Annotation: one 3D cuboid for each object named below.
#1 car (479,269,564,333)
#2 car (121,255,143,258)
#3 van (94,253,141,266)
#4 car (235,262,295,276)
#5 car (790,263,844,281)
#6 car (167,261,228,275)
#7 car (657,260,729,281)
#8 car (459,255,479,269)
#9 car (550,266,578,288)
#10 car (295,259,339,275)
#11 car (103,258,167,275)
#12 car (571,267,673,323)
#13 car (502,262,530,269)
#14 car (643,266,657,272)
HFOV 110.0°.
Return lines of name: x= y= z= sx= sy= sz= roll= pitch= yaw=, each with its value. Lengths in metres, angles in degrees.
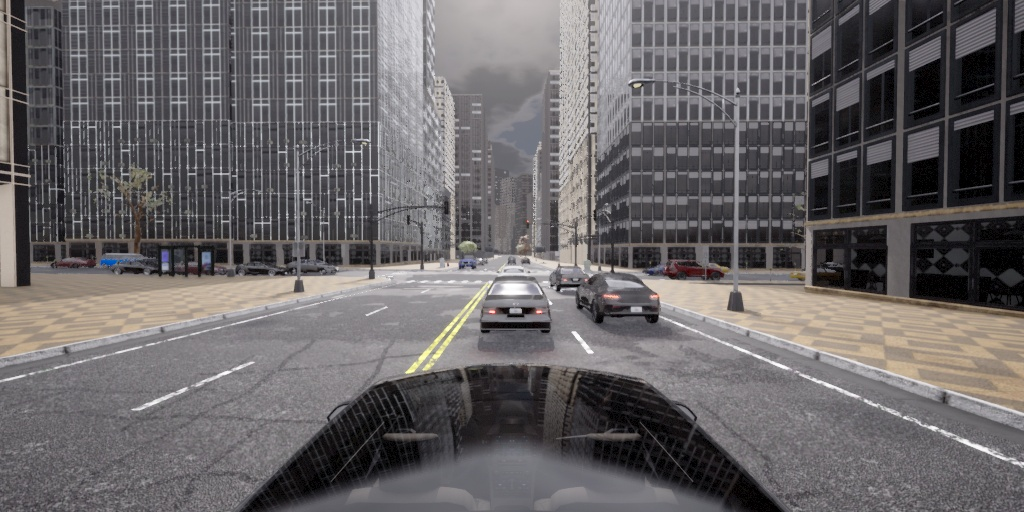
car: x=0.096 y=1.293 z=10.666 sx=2.033 sy=1.411 sz=5.357 roll=0 pitch=0 yaw=0
car: x=-35.322 y=0.939 z=35.631 sx=4.902 sy=1.511 sz=2.128 roll=1 pitch=1 yaw=1
van: x=-45.314 y=0.603 z=41.626 sx=3.998 sy=1.789 sz=1.690 roll=0 pitch=0 yaw=1
car: x=-22.752 y=1.172 z=32.675 sx=4.313 sy=1.339 sz=1.948 roll=0 pitch=0 yaw=1
car: x=27.622 y=1.577 z=31.985 sx=4.829 sy=1.417 sz=1.751 roll=0 pitch=0 yaw=1
car: x=-28.436 y=1.136 z=32.804 sx=4.207 sy=1.307 sz=1.802 roll=0 pitch=0 yaw=1
car: x=16.173 y=1.267 z=32.174 sx=5.009 sy=1.841 sz=2.192 roll=0 pitch=0 yaw=1
car: x=-6.633 y=0.934 z=53.898 sx=2.150 sy=2.045 sz=5.566 roll=0 pitch=0 yaw=0
car: x=3.339 y=1.286 z=21.347 sx=2.033 sy=1.411 sz=5.357 roll=0 pitch=0 yaw=0
car: x=-19.603 y=1.082 z=35.319 sx=4.902 sy=1.511 sz=2.128 roll=1 pitch=1 yaw=1
car: x=-34.117 y=1.068 z=32.973 sx=4.313 sy=1.339 sz=1.948 roll=0 pitch=0 yaw=1
car: x=3.345 y=1.271 z=11.936 sx=1.812 sy=1.442 sz=4.674 roll=0 pitch=0 yaw=0
car: x=0.088 y=1.265 z=20.257 sx=1.812 sy=1.442 sz=4.674 roll=0 pitch=0 yaw=0
car: x=16.700 y=1.410 z=37.944 sx=5.357 sy=1.411 sz=2.033 roll=0 pitch=1 yaw=1
